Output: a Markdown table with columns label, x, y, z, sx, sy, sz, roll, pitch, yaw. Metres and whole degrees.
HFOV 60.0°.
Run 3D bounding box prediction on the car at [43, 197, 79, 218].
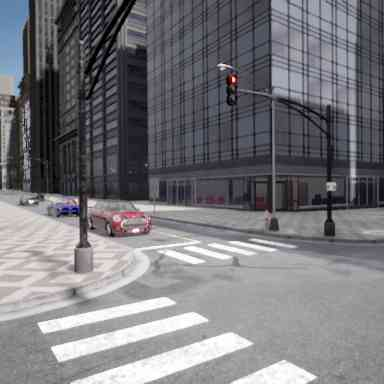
| label | x | y | z | sx | sy | sz | roll | pitch | yaw |
| --- | --- | --- | --- | --- | --- | --- | --- | --- | --- |
| car | -10.666 | 1.368 | 27.626 | 1.895 | 1.301 | 4.718 | -1 | 1 | -34 |

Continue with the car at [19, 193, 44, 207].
| label | x | y | z | sx | sy | sz | roll | pitch | yaw |
| --- | --- | --- | --- | --- | --- | --- | --- | --- | --- |
| car | -21.241 | 1.062 | 43.272 | 2.128 | 1.511 | 4.902 | -1 | 1 | -34 |

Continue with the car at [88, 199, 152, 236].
| label | x | y | z | sx | sy | sz | roll | pitch | yaw |
| --- | --- | --- | --- | --- | --- | --- | --- | --- | --- |
| car | -3.931 | 1.230 | 17.708 | 2.097 | 1.767 | 4.553 | -1 | 1 | -34 |

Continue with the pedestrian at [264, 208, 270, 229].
| label | x | y | z | sx | sy | sz | roll | pitch | yaw |
| --- | --- | --- | --- | --- | --- | --- | --- | --- | --- |
| pedestrian | 3.894 | 1.365 | 17.302 | 0.500 | 1.100 | 0.500 | 0 | 0 | -34 |
